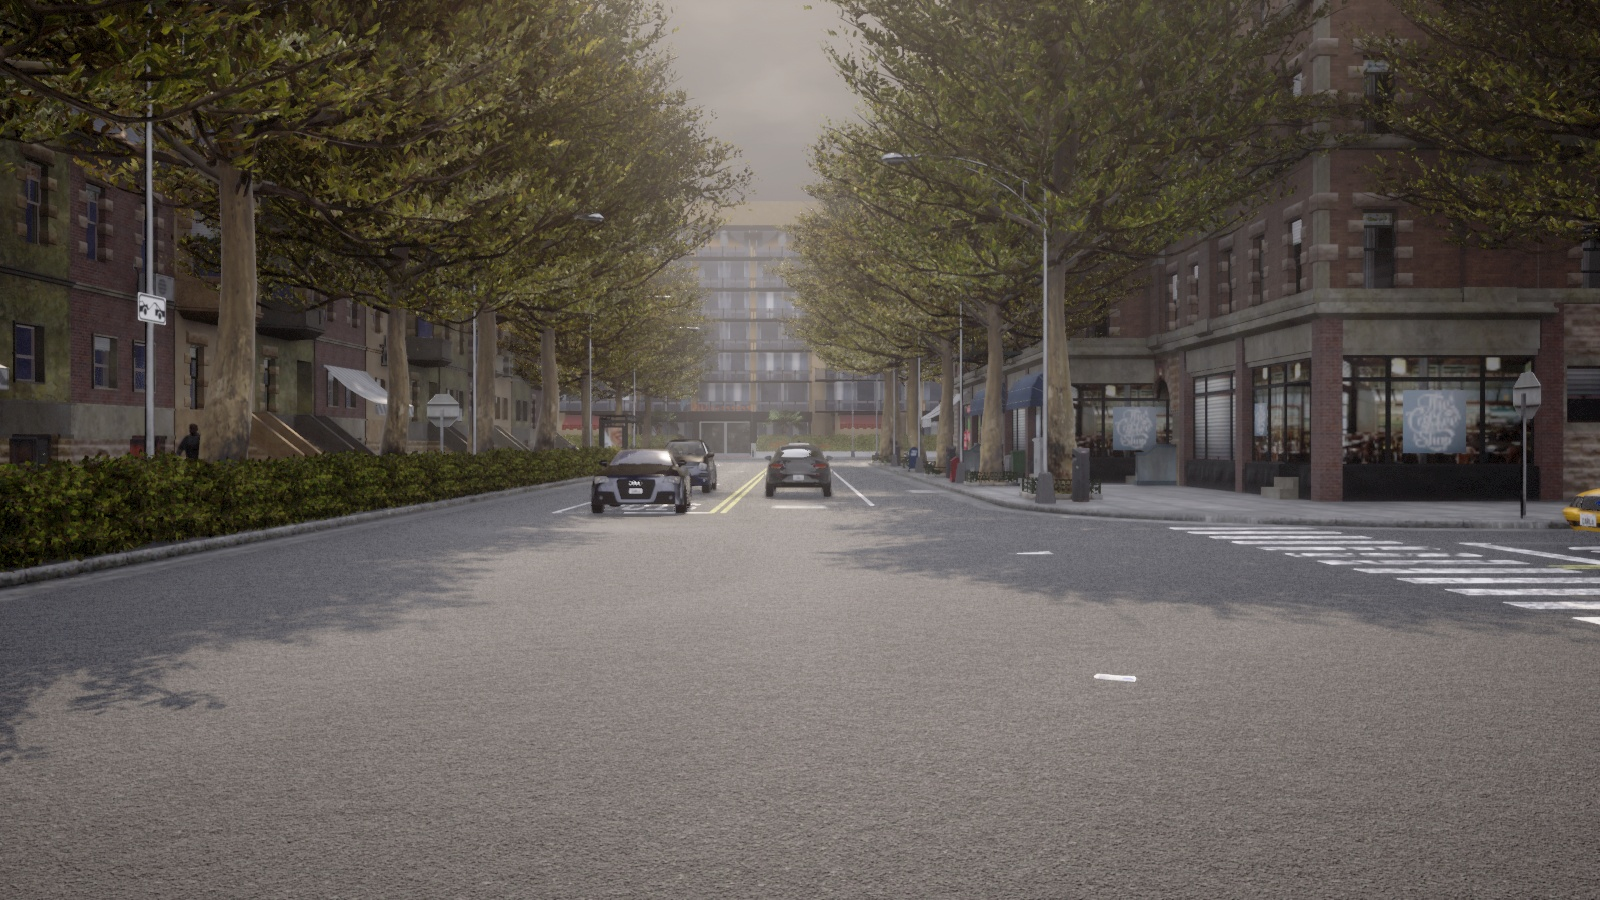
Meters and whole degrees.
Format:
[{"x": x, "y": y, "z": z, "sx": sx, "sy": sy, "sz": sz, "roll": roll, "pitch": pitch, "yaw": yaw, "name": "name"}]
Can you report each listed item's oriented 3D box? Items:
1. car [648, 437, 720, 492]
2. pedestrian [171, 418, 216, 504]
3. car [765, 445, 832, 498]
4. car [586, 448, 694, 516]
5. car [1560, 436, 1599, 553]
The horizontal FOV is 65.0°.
[{"x": -3.528, "y": 0.423, "z": 38.841, "sx": 1.851, "sy": 1.617, "sz": 3.988, "roll": 0, "pitch": 0, "yaw": 0, "name": "car"}, {"x": -13.415, "y": 0.236, "z": 27.783, "sx": 0.563, "sy": 1.883, "sz": 0.849, "roll": 0, "pitch": 0, "yaw": 3, "name": "pedestrian"}, {"x": -0.036, "y": 0.566, "z": 36.557, "sx": 1.812, "sy": 1.442, "sz": 4.674, "roll": 0, "pitch": 0, "yaw": 0, "name": "car"}, {"x": -3.447, "y": 0.651, "z": 27.790, "sx": 1.994, "sy": 1.385, "sz": 4.181, "roll": 0, "pitch": 0, "yaw": -2, "name": "car"}, {"x": 13.403, "y": 0.601, "z": 16.829, "sx": 5.366, "sy": 1.575, "sz": 1.801, "roll": 0, "pitch": 0, "yaw": -1, "name": "car"}]
